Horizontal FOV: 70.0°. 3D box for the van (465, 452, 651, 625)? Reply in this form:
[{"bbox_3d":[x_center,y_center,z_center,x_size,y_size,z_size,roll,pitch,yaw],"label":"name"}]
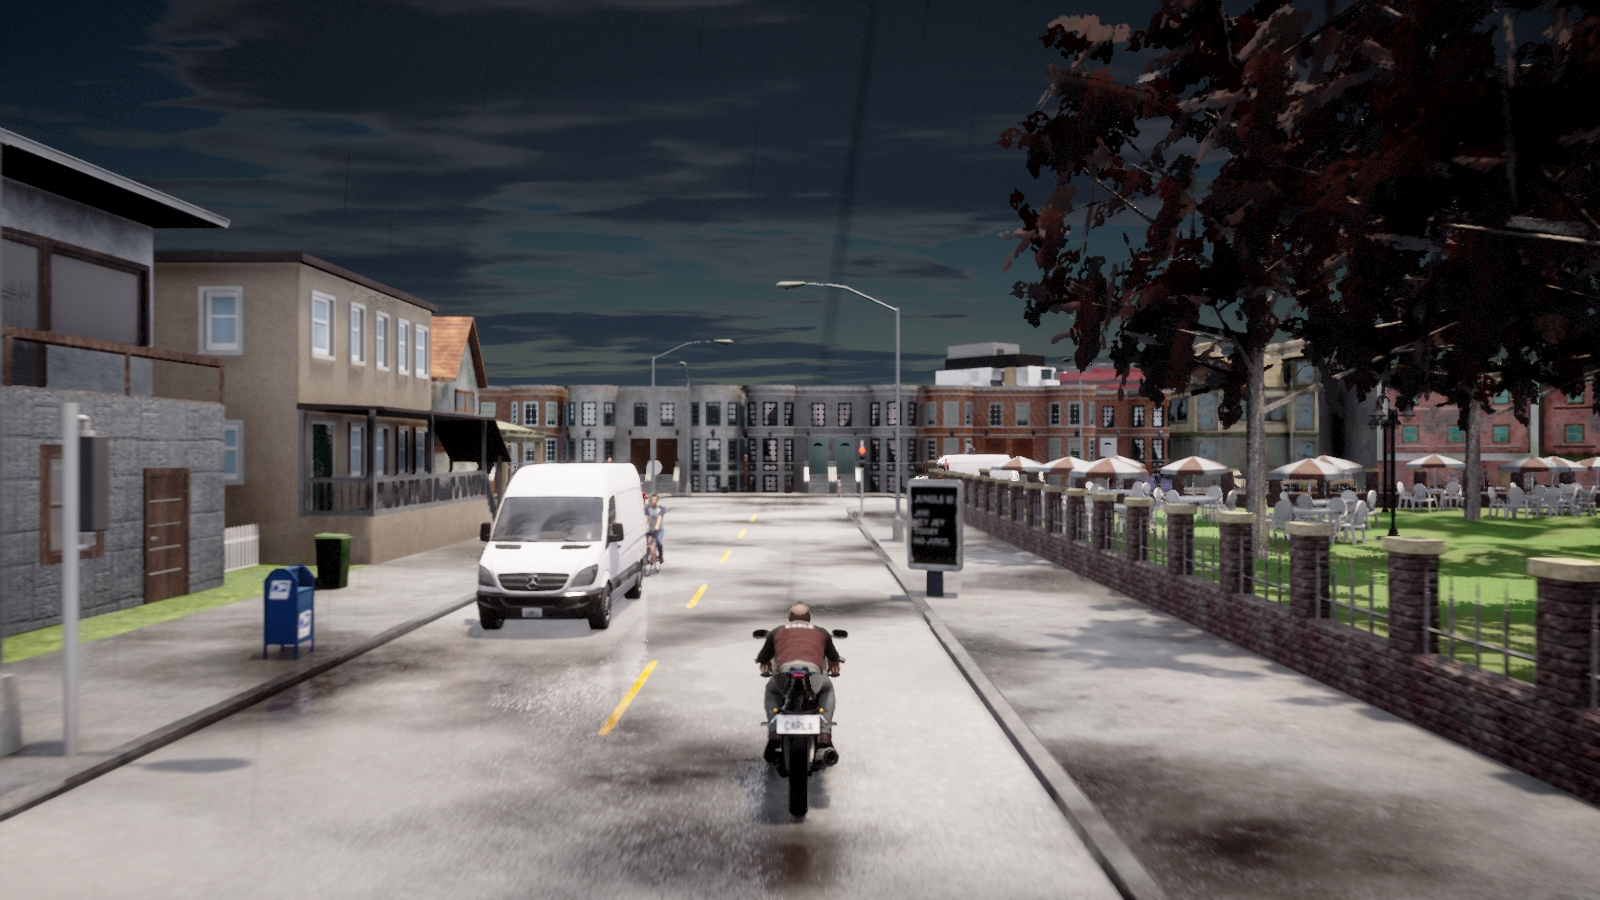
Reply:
[{"bbox_3d":[-3.974,1.316,19.878,1.988,2.561,5.915,0,0,0],"label":"van"}]

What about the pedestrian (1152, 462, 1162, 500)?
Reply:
[{"bbox_3d":[17.527,1.519,56.121,0.375,1.860,0.375,0,0,1],"label":"pedestrian"}]

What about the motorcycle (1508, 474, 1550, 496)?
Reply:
[{"bbox_3d":[41.052,1.968,64.362,1.805,1.236,0.856,0,0,16],"label":"motorcycle"}]

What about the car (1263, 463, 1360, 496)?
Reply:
[{"bbox_3d":[28.900,1.647,64.672,4.605,1.855,1.932,0,0,2],"label":"car"}]

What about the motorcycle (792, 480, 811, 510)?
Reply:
[{"bbox_3d":[0.071,1.988,51.285,0.867,1.251,2.209,0,0,0],"label":"motorcycle"}]

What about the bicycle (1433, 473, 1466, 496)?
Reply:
[{"bbox_3d":[36.810,1.940,64.751,1.643,1.296,0.373,-1,0,1],"label":"bicycle"}]

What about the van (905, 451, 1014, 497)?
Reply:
[{"bbox_3d":[9.004,1.319,64.895,5.915,2.561,1.988,0,0,0],"label":"van"}]

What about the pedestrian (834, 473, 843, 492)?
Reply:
[{"bbox_3d":[2.304,1.908,67.579,0.500,1.100,0.500,0,0,-2],"label":"pedestrian"}]
